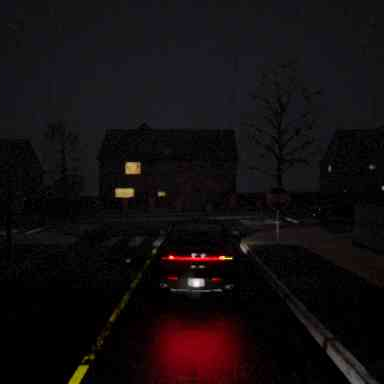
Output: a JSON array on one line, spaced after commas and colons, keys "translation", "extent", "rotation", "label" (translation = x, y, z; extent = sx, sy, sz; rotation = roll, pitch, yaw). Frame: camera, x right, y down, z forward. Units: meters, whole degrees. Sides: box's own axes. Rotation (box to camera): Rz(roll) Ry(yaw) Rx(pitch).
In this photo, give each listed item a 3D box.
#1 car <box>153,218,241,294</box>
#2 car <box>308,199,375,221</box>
[{"translation": [0.174, 1.431, 8.627], "extent": [1.837, 1.490, 4.892], "rotation": [0, 0, 2], "label": "car"}, {"translation": [10.176, 1.112, 21.765], "extent": [4.718, 1.301, 1.895], "rotation": [-1, 1, -1], "label": "car"}]
